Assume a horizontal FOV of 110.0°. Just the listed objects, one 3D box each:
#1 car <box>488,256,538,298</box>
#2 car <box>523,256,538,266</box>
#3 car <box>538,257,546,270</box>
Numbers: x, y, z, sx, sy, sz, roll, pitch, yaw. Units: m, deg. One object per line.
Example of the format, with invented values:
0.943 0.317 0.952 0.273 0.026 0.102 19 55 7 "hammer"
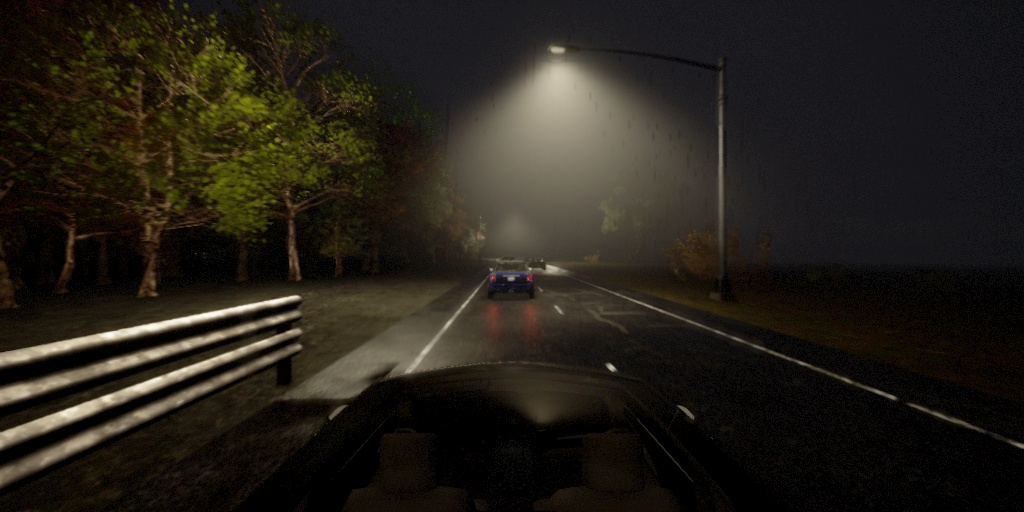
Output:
-0.050 0.986 17.631 2.097 1.767 4.553 0 0 -1 "car"
2.924 0.803 57.592 2.128 1.511 4.902 0 1 0 "car"
3.056 0.910 43.790 2.128 1.511 4.902 0 0 0 "car"
